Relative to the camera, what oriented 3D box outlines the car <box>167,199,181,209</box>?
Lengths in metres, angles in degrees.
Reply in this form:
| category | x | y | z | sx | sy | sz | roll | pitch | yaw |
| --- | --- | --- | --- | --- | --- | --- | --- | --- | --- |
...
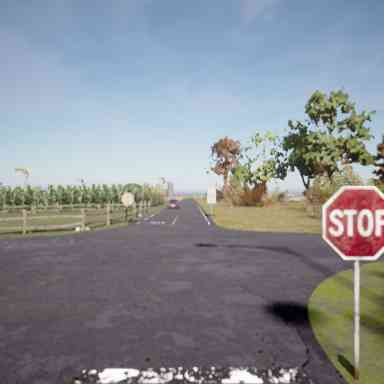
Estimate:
| category | x | y | z | sx | sy | sz | roll | pitch | yaw |
| --- | --- | --- | --- | --- | --- | --- | --- | --- | --- |
| car | -2.883 | 1.899 | 52.656 | 1.812 | 1.442 | 4.674 | 0 | 0 | 0 |
